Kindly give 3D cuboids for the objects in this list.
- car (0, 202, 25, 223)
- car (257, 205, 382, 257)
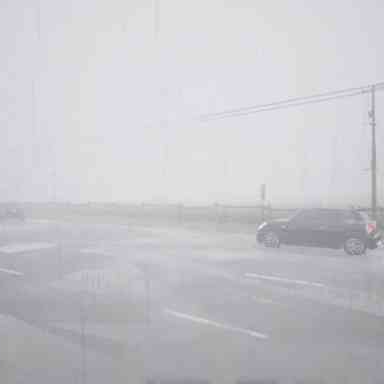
[{"bbox_3d":[-16.319,1.627,28.472,4.553,1.767,2.097,-1,0,35],"label":"car"},{"bbox_3d":[4.935,1.385,13.338,4.553,1.767,2.097,-1,0,36],"label":"car"}]
